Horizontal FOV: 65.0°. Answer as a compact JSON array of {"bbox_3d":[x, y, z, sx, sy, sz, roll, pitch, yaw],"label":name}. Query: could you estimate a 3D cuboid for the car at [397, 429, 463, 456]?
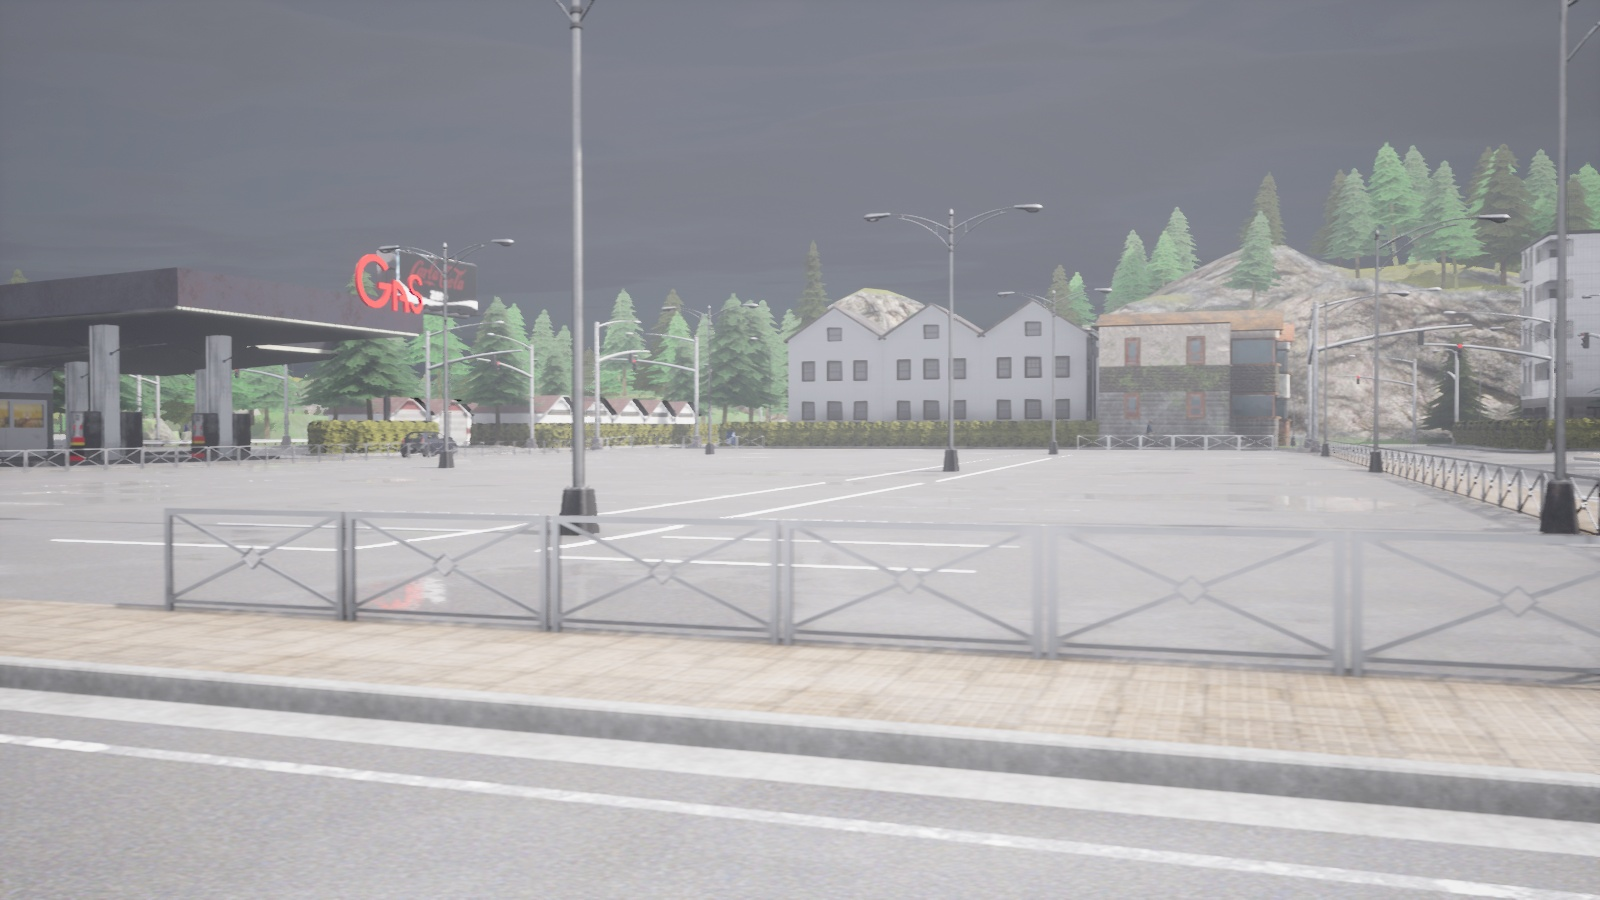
[{"bbox_3d":[-21.084,-0.453,71.633,1.845,1.501,3.633,1,1,19],"label":"car"}]
